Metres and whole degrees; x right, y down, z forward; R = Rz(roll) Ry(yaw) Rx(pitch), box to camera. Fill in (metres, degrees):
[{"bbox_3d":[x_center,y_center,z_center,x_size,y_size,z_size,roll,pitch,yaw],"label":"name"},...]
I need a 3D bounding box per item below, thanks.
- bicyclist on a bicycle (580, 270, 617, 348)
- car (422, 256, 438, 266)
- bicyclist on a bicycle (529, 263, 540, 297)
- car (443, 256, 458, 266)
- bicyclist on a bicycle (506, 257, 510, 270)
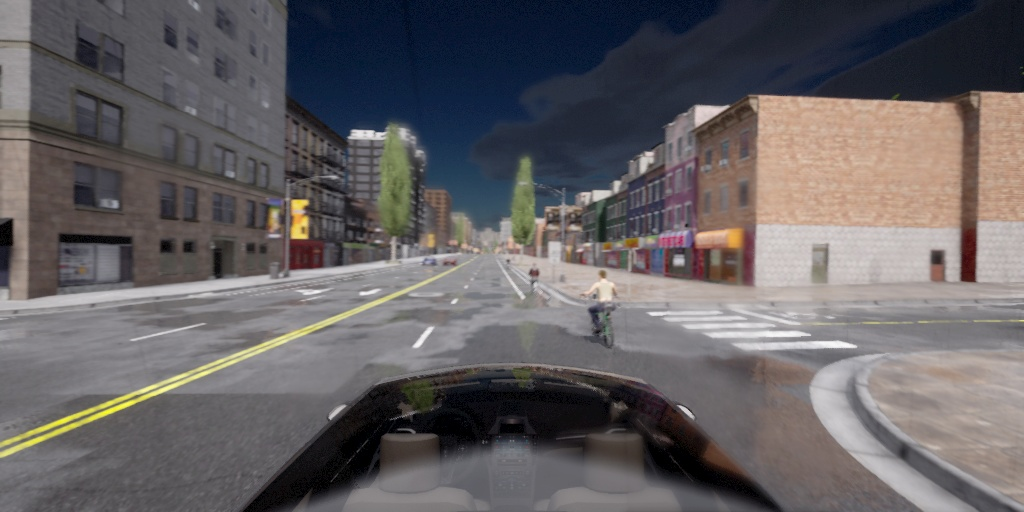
[{"bbox_3d":[1.984,1.105,7.959,0.866,1.612,1.509,0,0,-4],"label":"bicyclist on a bicycle"},{"bbox_3d":[-13.072,0.807,57.208,1.812,1.442,4.674,1,1,-3],"label":"car"},{"bbox_3d":[1.166,1.236,19.017,0.659,1.776,1.843,0,0,-3],"label":"bicyclist on a bicycle"},{"bbox_3d":[-9.827,0.810,57.396,1.882,1.535,5.008,1,1,-3],"label":"car"},{"bbox_3d":[-0.497,0.978,47.633,0.659,1.776,1.843,1,1,-3],"label":"bicyclist on a bicycle"}]
